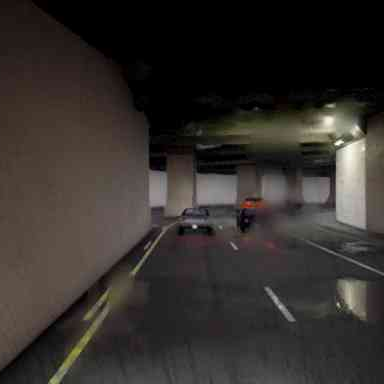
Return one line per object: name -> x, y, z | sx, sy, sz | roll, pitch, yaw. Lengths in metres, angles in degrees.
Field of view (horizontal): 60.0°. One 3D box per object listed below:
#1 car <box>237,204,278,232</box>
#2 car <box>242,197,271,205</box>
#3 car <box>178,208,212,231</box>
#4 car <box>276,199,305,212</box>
car -> 3.797, 1.638, 20.611 | 1.895, 1.301, 4.718 | 0, 0, 4
car -> 7.841, 1.423, 40.227 | 2.097, 1.767, 4.553 | 0, 0, 37
car -> 0.304, 1.638, 20.695 | 1.895, 1.301, 4.718 | 0, 0, 4
car -> 11.704, 1.564, 39.421 | 2.128, 1.511, 4.902 | 0, 0, 41
